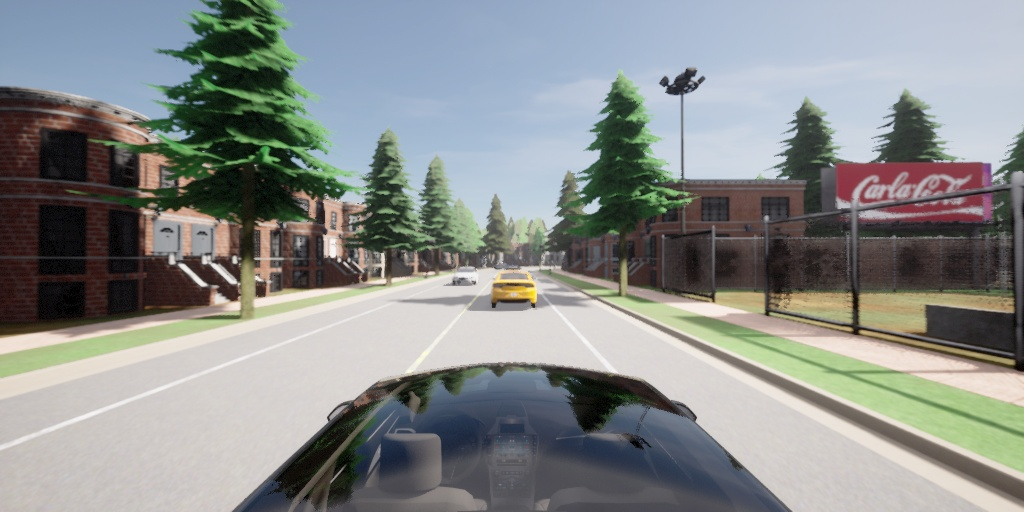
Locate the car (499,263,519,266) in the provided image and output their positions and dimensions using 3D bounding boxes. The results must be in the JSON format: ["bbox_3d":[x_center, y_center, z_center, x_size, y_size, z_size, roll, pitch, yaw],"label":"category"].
[{"bbox_3d":[0.040,1.647,36.987,2.128,1.511,4.902,0,-1,0],"label":"car"}]

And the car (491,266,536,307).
[{"bbox_3d":[0.072,1.399,16.647,1.882,1.535,5.008,0,-1,0],"label":"car"}]

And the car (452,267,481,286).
[{"bbox_3d":[-3.635,1.587,28.823,1.812,1.442,4.674,0,-1,0],"label":"car"}]
